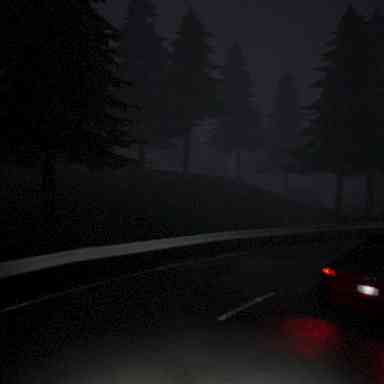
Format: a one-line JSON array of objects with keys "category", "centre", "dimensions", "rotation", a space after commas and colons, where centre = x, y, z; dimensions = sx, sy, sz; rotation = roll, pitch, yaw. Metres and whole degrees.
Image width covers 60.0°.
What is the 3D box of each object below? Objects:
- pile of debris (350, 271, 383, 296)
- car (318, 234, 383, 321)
[{"category": "pile of debris", "centre": [4.907, 2.182, 7.790], "dimensions": [1.860, 0.140, 1.500], "rotation": [0, 0, -37]}, {"category": "car", "centre": [4.304, 1.564, 6.801], "dimensions": [4.181, 1.385, 1.994], "rotation": [0, 1, -44]}]
